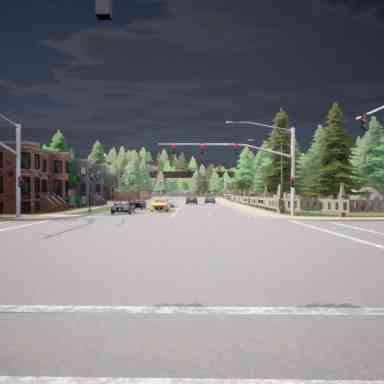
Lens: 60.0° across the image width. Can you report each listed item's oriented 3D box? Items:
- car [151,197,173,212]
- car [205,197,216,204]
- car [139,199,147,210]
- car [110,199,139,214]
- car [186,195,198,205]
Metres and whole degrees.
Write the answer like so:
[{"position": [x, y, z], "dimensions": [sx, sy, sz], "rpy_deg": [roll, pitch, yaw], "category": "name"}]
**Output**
[{"position": [-3.635, 1.478, 38.754], "dimensions": [1.882, 1.535, 5.008], "rpy_deg": [0, 0, 0], "category": "car"}, {"position": [3.531, 1.564, 65.129], "dimensions": [1.994, 1.385, 4.181], "rpy_deg": [0, 0, 0], "category": "car"}, {"position": [-7.133, 1.601, 43.531], "dimensions": [1.895, 1.301, 4.718], "rpy_deg": [0, 0, 0], "category": "car"}, {"position": [-7.135, 1.564, 34.778], "dimensions": [1.994, 1.385, 4.181], "rpy_deg": [0, 0, 0], "category": "car"}, {"position": [-0.064, 1.352, 60.148], "dimensions": [2.097, 1.767, 4.553], "rpy_deg": [0, 0, 0], "category": "car"}]
